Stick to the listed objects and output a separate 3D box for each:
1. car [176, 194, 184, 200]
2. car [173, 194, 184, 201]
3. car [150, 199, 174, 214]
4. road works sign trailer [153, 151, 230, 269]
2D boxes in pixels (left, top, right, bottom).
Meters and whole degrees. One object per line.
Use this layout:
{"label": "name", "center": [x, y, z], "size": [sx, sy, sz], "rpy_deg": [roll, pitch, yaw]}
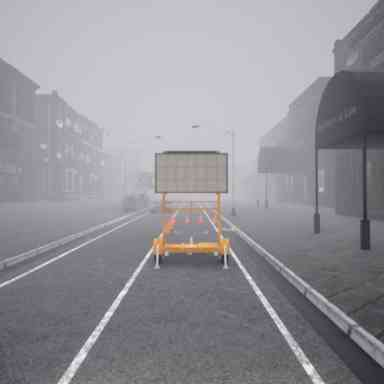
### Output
{"label": "car", "center": [-3.281, 1.334, 91.125], "size": [2.097, 1.767, 4.553], "rpy_deg": [0, 0, 0]}
{"label": "car", "center": [-3.234, 1.532, 75.874], "size": [2.128, 1.511, 4.902], "rpy_deg": [0, 0, 0]}
{"label": "car", "center": [-3.206, 1.541, 34.611], "size": [1.895, 1.301, 4.718], "rpy_deg": [0, 0, 0]}
{"label": "road works sign trailer", "center": [-0.019, 0.441, 11.097], "size": [2.380, 3.560, 2.880], "rpy_deg": [0, 0, 0]}
